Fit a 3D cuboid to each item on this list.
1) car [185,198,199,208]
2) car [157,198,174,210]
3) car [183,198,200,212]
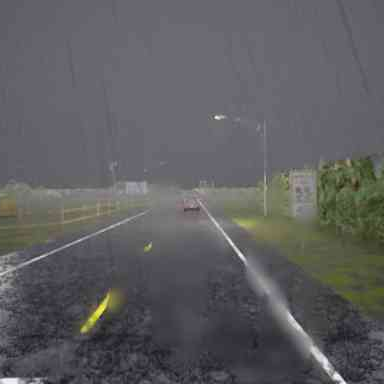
[{"bbox_3d":[-0.007,1.589,50.198,1.994,1.385,4.181,0,0,0],"label":"car"},{"bbox_3d":[-3.510,1.534,44.062,1.837,1.490,4.892,0,0,0],"label":"car"},{"bbox_3d":[-0.009,1.594,39.840,1.994,1.385,4.181,0,0,0],"label":"car"}]
